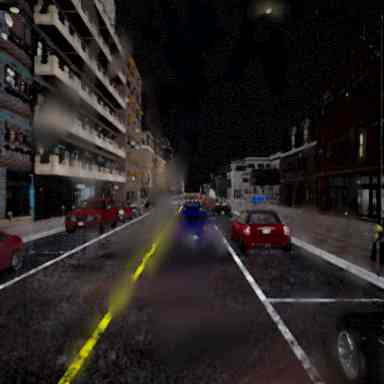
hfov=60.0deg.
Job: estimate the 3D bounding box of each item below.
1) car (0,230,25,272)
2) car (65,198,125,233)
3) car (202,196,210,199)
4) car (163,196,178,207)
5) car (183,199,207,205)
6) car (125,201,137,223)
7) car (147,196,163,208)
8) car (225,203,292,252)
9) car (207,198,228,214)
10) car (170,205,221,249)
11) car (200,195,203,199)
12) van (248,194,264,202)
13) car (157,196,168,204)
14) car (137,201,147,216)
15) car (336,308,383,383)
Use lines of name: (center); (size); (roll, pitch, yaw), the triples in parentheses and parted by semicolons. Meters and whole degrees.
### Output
car: (-5.695, 1.577, 8.156); (1.802, 1.307, 4.206); (0, 0, 0)
car: (-5.698, 1.306, 19.550); (2.192, 1.841, 5.009); (0, 0, 0)
car: (2.682, 1.537, 42.332); (1.887, 1.381, 4.507); (0, 0, 0)
car: (-3.081, 1.598, 50.577); (1.895, 1.301, 4.718); (0, 0, 0)
car: (0.071, 1.553, 29.541); (1.994, 1.385, 4.181); (0, 0, 0)
car: (-5.697, 1.430, 25.247); (1.967, 1.590, 4.097); (0, 0, 0)
car: (-5.699, 1.561, 48.034); (1.947, 1.339, 4.313); (0, 0, 0)
car: (2.684, 1.433, 13.850); (1.967, 1.590, 4.097); (0, 0, 0)
car: (2.683, 1.540, 30.940); (2.008, 1.369, 4.403); (0, 0, 0)
car: (0.072, 1.518, 14.373); (1.812, 1.442, 4.674); (0, 0, 0)
car: (2.681, 1.544, 53.726); (1.887, 1.381, 4.507); (0, 0, 0)
van: (14.652, 1.428, 75.888); (3.998, 1.788, 1.690); (0, 0, 0)
car: (-5.701, 1.535, 64.954); (1.752, 1.417, 4.829); (0, 0, 0)
car: (-5.697, 1.541, 30.944); (2.008, 1.369, 4.403); (0, 0, 0)
car: (2.687, 1.564, 2.458); (1.947, 1.339, 4.313); (0, 0, 0)
